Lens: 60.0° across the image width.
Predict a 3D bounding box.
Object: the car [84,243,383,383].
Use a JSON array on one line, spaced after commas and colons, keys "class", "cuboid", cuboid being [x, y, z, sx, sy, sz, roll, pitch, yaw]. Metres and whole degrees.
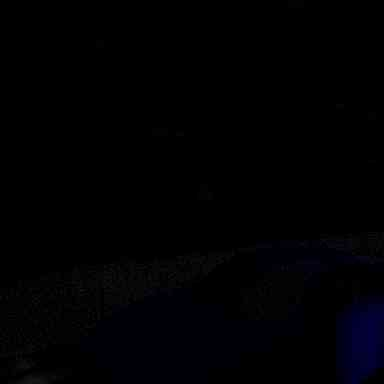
[{"class": "car", "cuboid": [1.222, 1.497, 4.249, 5.008, 1.535, 1.882, 0, 0, -36]}]
